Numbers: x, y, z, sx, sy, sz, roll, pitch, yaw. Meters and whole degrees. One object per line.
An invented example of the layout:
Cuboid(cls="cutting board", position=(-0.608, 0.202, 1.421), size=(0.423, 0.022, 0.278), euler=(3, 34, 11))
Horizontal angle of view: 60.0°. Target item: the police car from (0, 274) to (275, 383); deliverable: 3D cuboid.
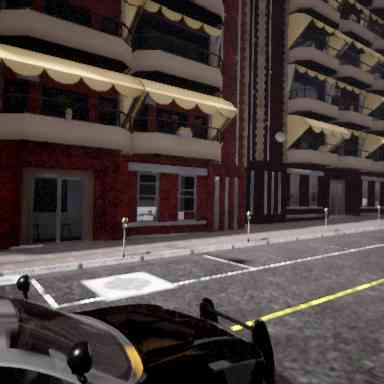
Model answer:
Cuboid(cls="police car", position=(-1.542, 1.419, 2.180), size=(5.238, 1.638, 1.930), euler=(0, 0, -36))
